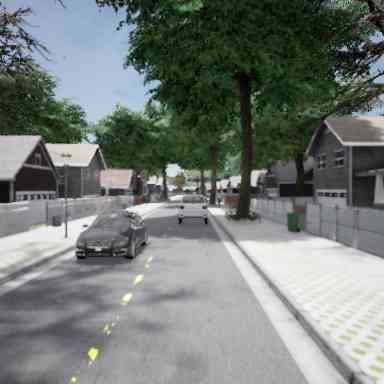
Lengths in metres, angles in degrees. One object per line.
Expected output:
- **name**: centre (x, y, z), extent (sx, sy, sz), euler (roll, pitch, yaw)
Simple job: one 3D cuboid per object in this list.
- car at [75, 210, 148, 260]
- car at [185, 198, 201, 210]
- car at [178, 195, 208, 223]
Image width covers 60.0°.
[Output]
- **car**: centre (-2.828, 1.502, 12.547), extent (1.837, 1.490, 4.892), euler (0, 0, 1)
- **car**: centre (0.088, 1.564, 43.221), extent (1.994, 1.385, 4.181), euler (0, 0, 0)
- **car**: centre (0.089, 1.220, 25.635), extent (2.150, 2.045, 5.566), euler (0, 0, 0)
